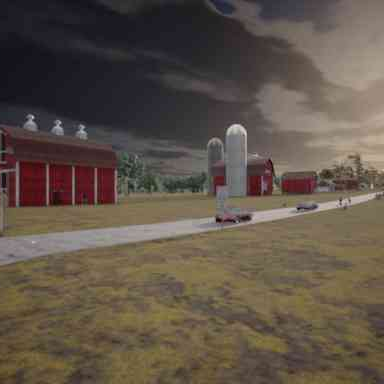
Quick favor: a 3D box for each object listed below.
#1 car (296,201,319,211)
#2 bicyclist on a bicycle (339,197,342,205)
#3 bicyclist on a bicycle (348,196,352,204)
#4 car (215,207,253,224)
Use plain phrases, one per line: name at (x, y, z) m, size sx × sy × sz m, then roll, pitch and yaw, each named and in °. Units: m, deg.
car at (16.410, 1.909, 47.143) m, size 2.033 × 1.411 × 5.357 m, roll 0°, pitch 0°, yaw 35°
bicyclist on a bicycle at (27.730, 1.723, 62.026) m, size 0.582 × 1.620 × 1.656 m, roll 0°, pitch 0°, yaw 35°
bicyclist on a bicycle at (32.907, 1.611, 69.379) m, size 0.866 × 1.612 × 1.509 m, roll 0°, pitch 1°, yaw 35°
car at (3.747, 1.979, 29.119) m, size 1.994 × 1.385 × 4.181 m, roll 0°, pitch 0°, yaw 35°
